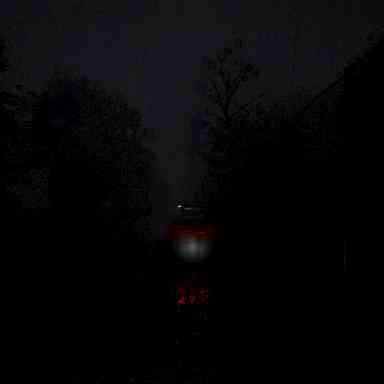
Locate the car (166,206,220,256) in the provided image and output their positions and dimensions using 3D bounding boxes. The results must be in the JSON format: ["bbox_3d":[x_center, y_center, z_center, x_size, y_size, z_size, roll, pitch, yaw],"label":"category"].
[{"bbox_3d":[0.043,1.508,13.050,1.837,1.490,4.892,0,0,0],"label":"car"}]

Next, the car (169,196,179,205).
[{"bbox_3d":[-2.946,1.501,58.206,1.882,1.535,5.008,0,0,0],"label":"car"}]

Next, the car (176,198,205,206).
[{"bbox_3d":[0.029,1.495,28.030,2.128,1.511,4.902,0,0,0],"label":"car"}]
